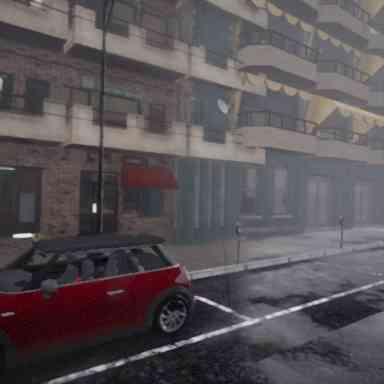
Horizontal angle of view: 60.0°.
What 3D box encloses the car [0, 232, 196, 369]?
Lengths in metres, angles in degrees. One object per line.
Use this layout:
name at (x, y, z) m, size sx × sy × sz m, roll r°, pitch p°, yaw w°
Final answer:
car at (-2.014, 1.452, 5.104) m, size 4.097 × 1.590 × 1.967 m, roll 1°, pitch 1°, yaw -35°
